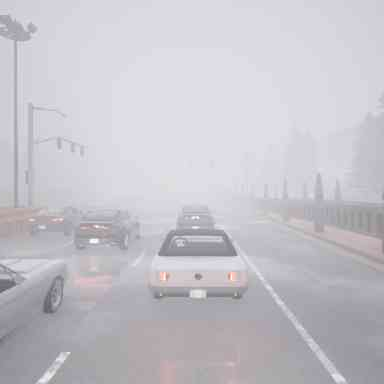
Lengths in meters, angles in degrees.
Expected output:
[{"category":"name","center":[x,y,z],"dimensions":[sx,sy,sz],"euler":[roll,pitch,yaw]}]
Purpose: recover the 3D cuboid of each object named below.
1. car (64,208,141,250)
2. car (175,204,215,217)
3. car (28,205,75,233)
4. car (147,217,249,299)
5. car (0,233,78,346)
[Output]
[{"category":"car","center":[-3.341,1.415,13.813],"dimensions":[1.837,1.490,4.892],"euler":[0,0,0]},{"category":"car","center":[0.182,1.388,17.536],"dimensions":[1.837,1.490,4.892],"euler":[0,0,0]},{"category":"car","center":[-6.847,1.410,17.441],"dimensions":[1.812,1.442,4.674],"euler":[0,0,-1]},{"category":"car","center":[0.129,1.551,8.276],"dimensions":[1.895,1.301,4.718],"euler":[0,0,0]},{"category":"car","center":[-3.386,1.577,4.586],"dimensions":[1.895,1.301,4.718],"euler":[0,0,0]}]
